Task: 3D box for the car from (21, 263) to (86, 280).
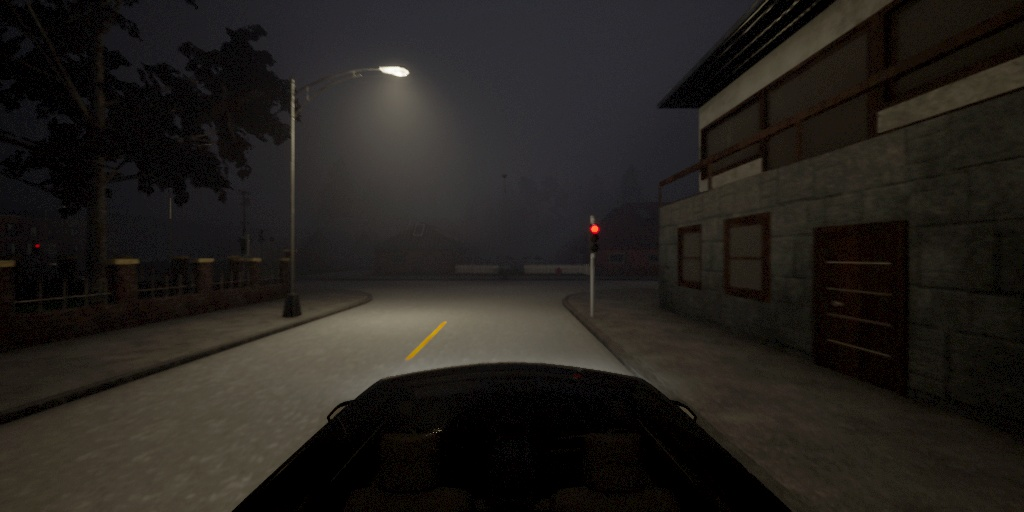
[{"bbox_3d":[-29.602,1.203,22.680,4.902,1.511,2.128,0,0,0],"label":"car"}]
